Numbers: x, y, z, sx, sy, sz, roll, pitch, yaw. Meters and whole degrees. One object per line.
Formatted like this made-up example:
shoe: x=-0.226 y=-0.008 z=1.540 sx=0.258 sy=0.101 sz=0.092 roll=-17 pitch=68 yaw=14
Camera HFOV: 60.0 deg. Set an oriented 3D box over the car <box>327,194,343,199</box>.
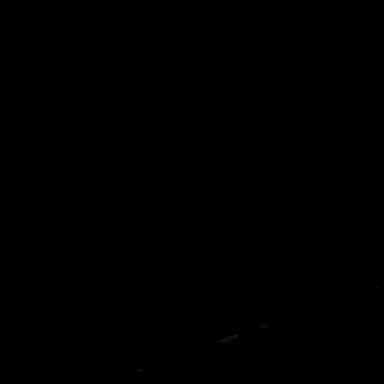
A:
car: x=32.570 y=1.136 z=76.099 sx=1.837 sy=1.490 sz=4.892 roll=-1 pitch=0 yaw=-35
